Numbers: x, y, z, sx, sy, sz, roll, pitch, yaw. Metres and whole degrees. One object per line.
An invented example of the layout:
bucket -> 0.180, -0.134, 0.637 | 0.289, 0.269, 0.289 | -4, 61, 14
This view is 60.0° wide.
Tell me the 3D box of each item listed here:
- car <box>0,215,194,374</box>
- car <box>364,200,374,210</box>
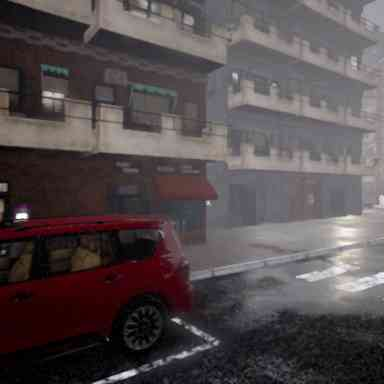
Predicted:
car -> -2.293, 1.310, 4.455 | 5.009, 1.841, 2.192 | -1, 1, -35
car -> 20.942, 1.474, 41.777 | 1.895, 1.301, 4.718 | 0, 0, 5
